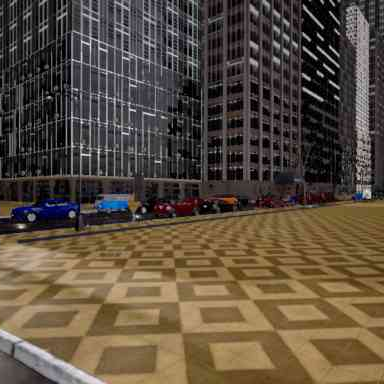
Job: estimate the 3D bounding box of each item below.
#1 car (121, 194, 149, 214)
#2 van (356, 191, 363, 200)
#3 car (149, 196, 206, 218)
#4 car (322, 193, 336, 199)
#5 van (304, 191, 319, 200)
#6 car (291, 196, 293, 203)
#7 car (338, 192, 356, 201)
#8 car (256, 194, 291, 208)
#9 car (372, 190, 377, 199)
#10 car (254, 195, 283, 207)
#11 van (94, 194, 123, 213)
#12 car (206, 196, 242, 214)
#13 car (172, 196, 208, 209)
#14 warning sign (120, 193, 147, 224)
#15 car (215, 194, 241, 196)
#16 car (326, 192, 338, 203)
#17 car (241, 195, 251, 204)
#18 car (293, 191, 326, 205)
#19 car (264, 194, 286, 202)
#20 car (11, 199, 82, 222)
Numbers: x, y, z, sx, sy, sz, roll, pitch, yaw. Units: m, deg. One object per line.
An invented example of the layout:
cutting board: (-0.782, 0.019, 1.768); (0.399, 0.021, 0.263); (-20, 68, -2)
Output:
car: (-4.126, 1.236, 32.688); (1.882, 1.535, 5.008); (0, 1, 41)
van: (35.765, 0.683, 70.410); (1.690, 1.788, 3.998); (1, 1, 41)
car: (-1.116, 1.241, 27.101); (1.967, 1.590, 4.097); (1, 1, 41)
car: (33.106, 0.829, 80.200); (1.947, 1.339, 4.313); (1, 1, 41)
van: (25.711, 0.695, 71.549); (1.690, 1.788, 3.998); (1, 1, 41)
car: (17.077, 1.062, 52.713); (1.812, 1.442, 4.674); (0, 1, 41)
car: (28.480, 0.957, 61.895); (1.752, 1.417, 4.829); (1, 1, 41)
car: (9.882, 1.244, 40.151); (1.802, 1.307, 4.206); (1, 1, 41)
car: (39.461, 0.848, 74.737); (2.008, 1.369, 4.403); (1, 1, 41)
car: (10.369, 1.125, 44.798); (1.837, 1.490, 4.892); (0, 1, 41)
van: (-7.657, 1.107, 32.719); (1.690, 1.788, 3.998); (1, 1, 41)
car: (2.538, 1.320, 31.462); (1.947, 1.339, 4.313); (1, 1, 41)
car: (-0.178, 1.219, 41.295); (1.887, 1.381, 4.507); (1, 1, 41)
warning sign: (-3.620, 0.977, 20.725); (1.300, 1.860, 1.060); (0, 0, 41)
car: (3.620, 1.018, 41.657); (2.097, 1.767, 4.553); (0, 0, 43)
car: (20.975, 0.840, 53.116); (2.192, 1.841, 5.009); (1, 1, 41)
car: (7.222, 1.148, 49.935); (1.947, 1.339, 4.313); (1, 1, 41)
car: (17.278, 0.885, 48.793); (2.192, 1.841, 5.009); (1, 1, 41)
car: (14.618, 1.057, 58.582); (1.947, 1.339, 4.313); (1, 1, 41)
car: (-10.787, 1.319, 24.899); (1.882, 1.535, 5.008); (0, 1, 41)
